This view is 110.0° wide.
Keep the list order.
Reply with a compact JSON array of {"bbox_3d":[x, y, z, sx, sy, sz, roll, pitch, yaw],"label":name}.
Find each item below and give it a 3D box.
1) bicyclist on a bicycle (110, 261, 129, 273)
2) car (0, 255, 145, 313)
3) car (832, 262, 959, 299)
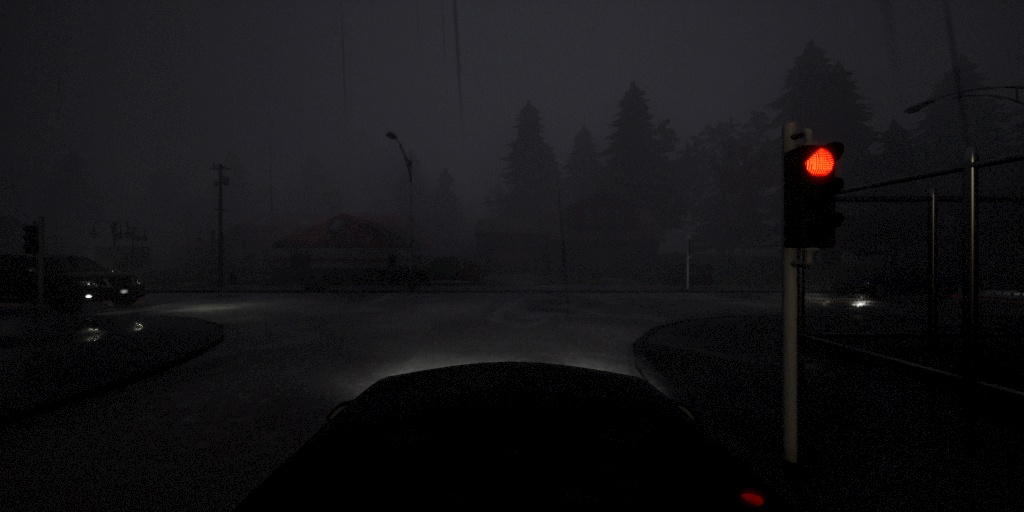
[{"bbox_3d":[-23.979,1.098,21.830,0.582,1.620,1.656,0,0,0],"label":"bicyclist on a bicycle"},{"bbox_3d":[-17.286,0.971,13.435,5.566,2.045,2.150,0,0,0],"label":"car"},{"bbox_3d":[18.727,1.228,17.646,5.008,1.535,1.882,0,0,0],"label":"car"}]
